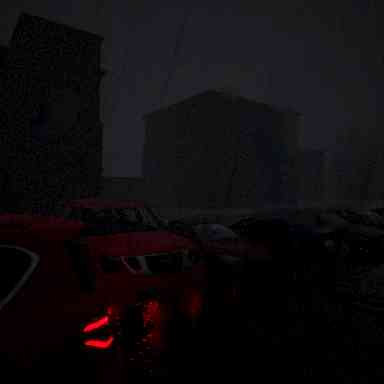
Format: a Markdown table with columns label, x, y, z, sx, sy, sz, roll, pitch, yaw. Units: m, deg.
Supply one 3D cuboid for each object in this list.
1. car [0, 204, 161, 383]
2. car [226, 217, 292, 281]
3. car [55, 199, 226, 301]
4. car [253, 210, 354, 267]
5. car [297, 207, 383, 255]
| label | x | y | z | sx | sy | sz | roll | pitch | yaw |
| --- | --- | --- | --- | --- | --- | --- | --- | --- | --- |
| car | -3.141 | 1.219 | 1.754 | 5.566 | 2.045 | 2.150 | 0 | 0 | -36 |
| car | 0.257 | 1.518 | 9.631 | 2.002 | 1.452 | 4.674 | 0 | 0 | -35 |
| car | -1.991 | 1.228 | 7.990 | 2.435 | 2.045 | 5.566 | 0 | 0 | -35 |
| car | 2.510 | 1.501 | 11.270 | 2.163 | 1.488 | 4.792 | 0 | 0 | -35 |
| car | 4.793 | 1.458 | 12.868 | 2.097 | 1.535 | 5.008 | 0 | 0 | -35 |
